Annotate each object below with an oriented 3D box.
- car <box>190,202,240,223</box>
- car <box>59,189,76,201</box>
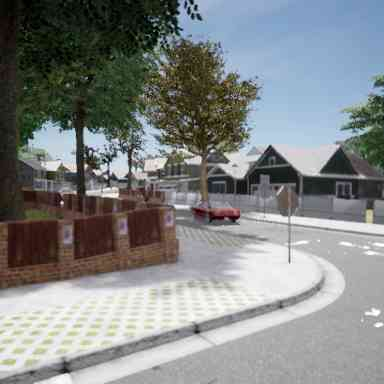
[{"bbox_3d":[1.397,1.280,22.310,1.895,1.301,4.718,1,1,-18],"label":"car"},{"bbox_3d":[-17.805,0.317,47.217,2.097,1.767,4.553,0,1,-31],"label":"car"}]
